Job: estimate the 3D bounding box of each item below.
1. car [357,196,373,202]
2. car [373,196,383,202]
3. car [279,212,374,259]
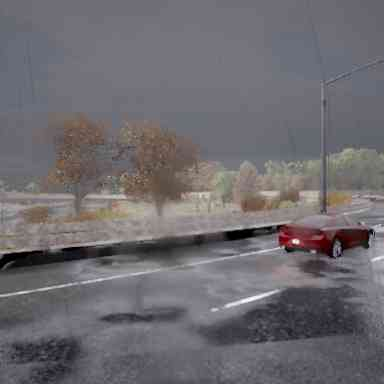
[{"bbox_3d":[39.429,1.666,77.358,1.837,1.490,4.892,0,0,6],"label":"car"},{"bbox_3d":[42.898,1.712,76.887,1.994,1.385,4.181,0,0,6],"label":"car"},{"bbox_3d":[5.380,1.531,12.975,5.008,1.535,1.882,0,0,-42],"label":"car"}]
